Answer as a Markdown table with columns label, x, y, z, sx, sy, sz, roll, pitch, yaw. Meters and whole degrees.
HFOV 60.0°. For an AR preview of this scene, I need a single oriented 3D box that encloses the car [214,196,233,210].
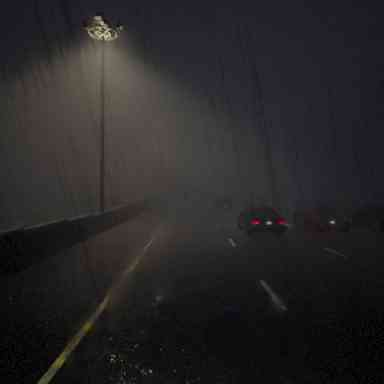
| label | x | y | z | sx | sy | sz | roll | pitch | yaw |
| --- | --- | --- | --- | --- | --- | --- | --- | --- | --- |
| car | 3.602 | 1.224 | 38.317 | 1.837 | 1.490 | 4.892 | 0 | 1 | 0 |

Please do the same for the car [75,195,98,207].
| label | x | y | z | sx | sy | sz | roll | pitch | yaw |
| --- | --- | --- | --- | --- | --- | --- | --- | --- | --- |
| car | -14.086 | 1.099 | 44.661 | 1.882 | 1.535 | 5.008 | 0 | 1 | 0 |

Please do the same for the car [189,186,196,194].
| label | x | y | z | sx | sy | sz | roll | pitch | yaw |
| --- | --- | --- | --- | --- | --- | --- | --- | --- | --- |
| car | 0.006 | -0.559 | 94.748 | 2.150 | 2.045 | 5.566 | 0 | 2 | 0 |

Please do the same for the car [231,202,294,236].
| label | x | y | z | sx | sy | sz | roll | pitch | yaw |
| --- | --- | --- | --- | --- | --- | --- | --- | --- | --- |
| car | 3.601 | 1.482 | 18.042 | 2.033 | 1.411 | 5.357 | 0 | 0 | 0 |

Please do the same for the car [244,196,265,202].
| label | x | y | z | sx | sy | sz | roll | pitch | yaw |
| --- | --- | --- | --- | --- | --- | --- | --- | --- | --- |
| car | 7.102 | 1.212 | 38.184 | 2.128 | 1.511 | 4.902 | 0 | 1 | 0 |

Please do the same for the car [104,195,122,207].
| label | x | y | z | sx | sy | sz | roll | pitch | yaw |
| --- | --- | --- | --- | --- | --- | --- | --- | --- | --- |
| car | -10.588 | 1.153 | 44.271 | 1.812 | 1.442 | 4.674 | 0 | 1 | 0 |

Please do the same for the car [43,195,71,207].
| label | x | y | z | sx | sy | sz | roll | pitch | yaw |
| --- | --- | --- | --- | --- | --- | --- | --- | --- | --- |
| car | -17.586 | 1.154 | 44.271 | 1.812 | 1.442 | 4.674 | 0 | 1 | 0 |

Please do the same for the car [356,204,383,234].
| label | x | y | z | sx | sy | sz | roll | pitch | yaw |
| --- | --- | --- | --- | --- | --- | --- | --- | --- | --- |
| car | 10.601 | 1.434 | 18.822 | 1.837 | 1.490 | 4.892 | 0 | 0 | 0 |

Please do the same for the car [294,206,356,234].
| label | x | y | z | sx | sy | sz | roll | pitch | yaw |
| --- | --- | --- | --- | --- | --- | --- | --- | --- | --- |
| car | 7.101 | 1.493 | 18.801 | 1.994 | 1.385 | 4.181 | 0 | 0 | 0 |

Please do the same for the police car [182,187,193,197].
| label | x | y | z | sx | sy | sz | roll | pitch | yaw |
| --- | --- | --- | --- | --- | --- | --- | --- | --- | --- |
| police car | -1.222 | 0.318 | 77.020 | 1.930 | 1.638 | 5.238 | 0 | 2 | 0 |

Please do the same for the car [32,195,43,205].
| label | x | y | z | sx | sy | sz | roll | pitch | yaw |
| --- | --- | --- | --- | --- | --- | --- | --- | --- | --- |
| car | -21.069 | 1.110 | 48.153 | 2.033 | 1.411 | 5.357 | 0 | 1 | 0 |
